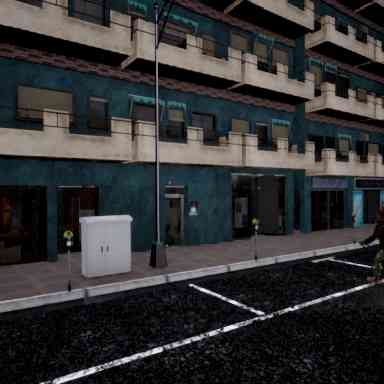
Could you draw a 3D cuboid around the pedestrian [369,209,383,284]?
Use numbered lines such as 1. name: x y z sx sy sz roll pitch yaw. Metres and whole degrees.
1. pedestrian: 4.397 1.293 7.588 0.375 1.860 0.375 -1 0 -35
